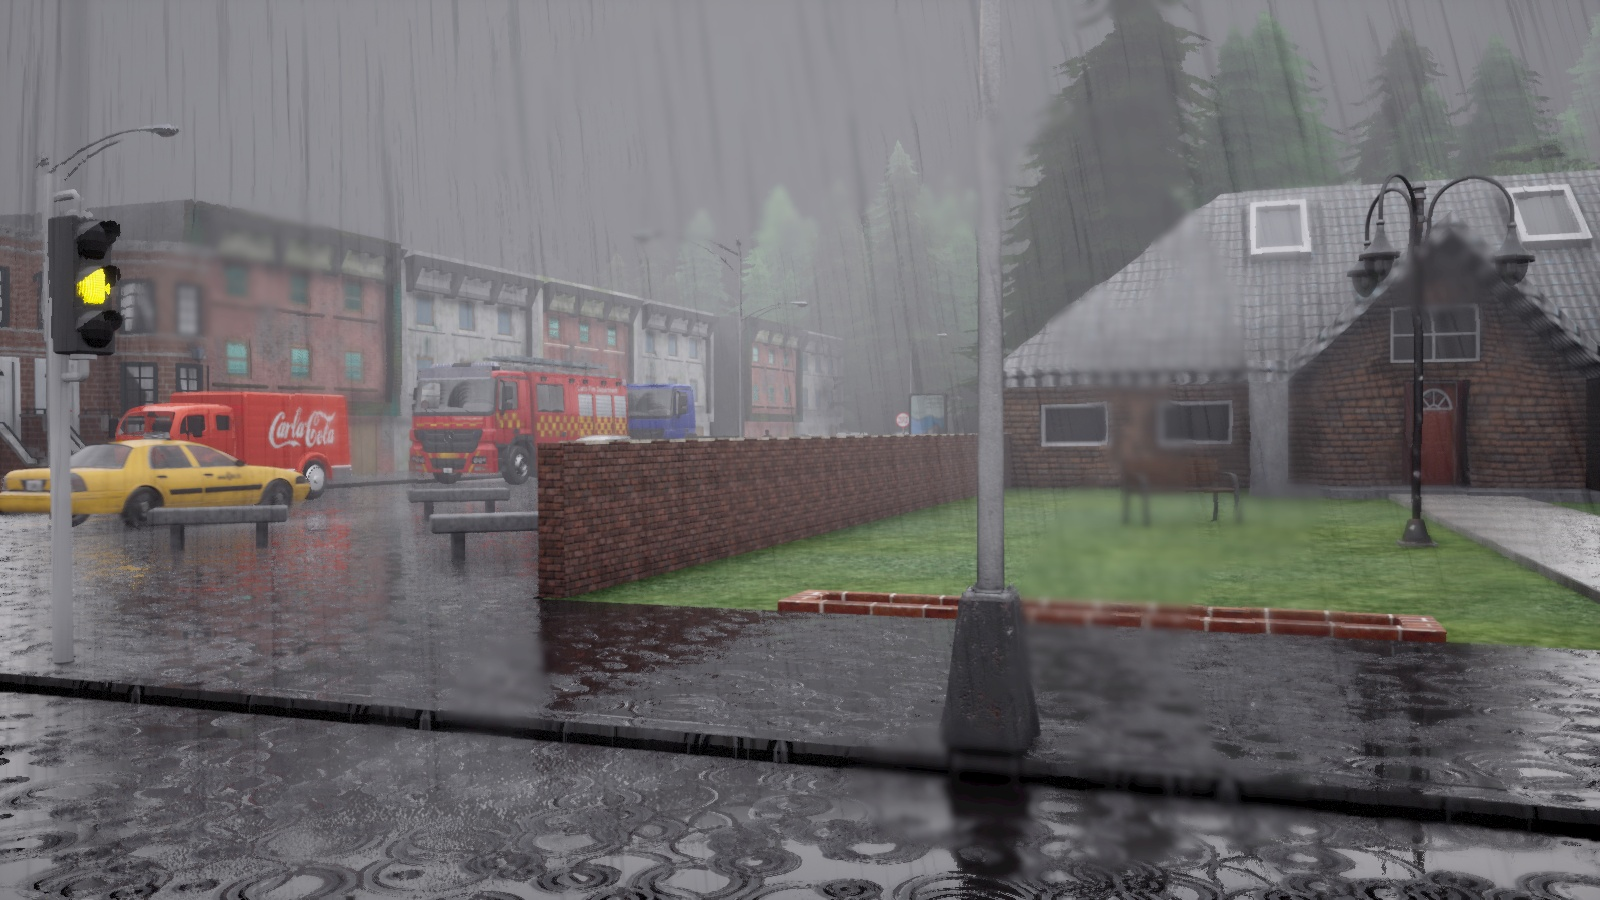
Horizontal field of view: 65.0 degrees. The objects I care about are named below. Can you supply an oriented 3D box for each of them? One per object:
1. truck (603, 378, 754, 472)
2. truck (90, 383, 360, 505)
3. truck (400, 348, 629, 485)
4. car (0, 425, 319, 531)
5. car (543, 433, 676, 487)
[{"bbox_3d":[-4.694,-0.980,50.418,2.891,3.462,7.936,1,1,20],"label":"truck"},{"bbox_3d":[-12.732,-0.161,28.262,2.627,2.467,5.204,1,1,20],"label":"truck"},{"bbox_3d":[-8.667,-1.003,39.476,2.891,3.827,8.468,1,1,20],"label":"truck"},{"bbox_3d":[-10.918,0.378,21.629,1.801,1.575,5.366,1,1,21],"label":"car"},{"bbox_3d":[-5.466,0.246,36.606,1.812,1.442,4.674,1,1,20],"label":"car"}]
